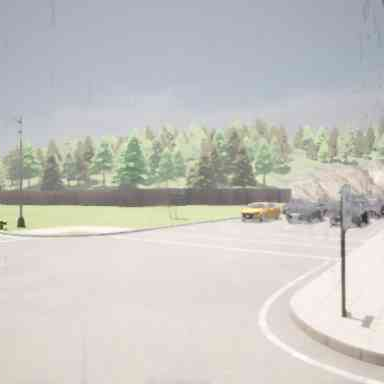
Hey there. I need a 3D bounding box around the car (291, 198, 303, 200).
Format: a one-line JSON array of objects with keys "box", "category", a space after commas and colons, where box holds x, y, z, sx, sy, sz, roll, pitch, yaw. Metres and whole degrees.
[{"box": [11.162, 1.479, 35.239, 2.097, 1.767, 4.553, -1, 0, 36], "category": "car"}]

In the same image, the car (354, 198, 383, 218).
[{"box": [16.856, 1.596, 31.184, 2.033, 1.411, 5.357, -1, 0, 36], "category": "car"}]

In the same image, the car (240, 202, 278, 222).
[{"box": [5.786, 1.605, 27.861, 1.882, 1.535, 5.008, -1, 0, 36], "category": "car"}]

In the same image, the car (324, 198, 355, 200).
[{"box": [15.052, 1.635, 34.632, 2.033, 1.411, 5.357, -1, 0, 36], "category": "car"}]

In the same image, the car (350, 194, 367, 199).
[{"box": [21.685, 1.309, 43.711, 2.150, 2.045, 5.566, -1, -1, 36], "category": "car"}]

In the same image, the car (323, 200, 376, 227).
[{"box": [11.114, 1.541, 23.300, 2.128, 1.511, 4.902, -1, 0, 36], "category": "car"}]

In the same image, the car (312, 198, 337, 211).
[{"box": [17.565, 1.603, 44.002, 1.882, 1.535, 5.008, -1, -1, 36], "category": "car"}]

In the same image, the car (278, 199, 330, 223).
[{"box": [9.000, 1.580, 26.332, 2.128, 1.511, 4.902, -1, 0, 36], "category": "car"}]
